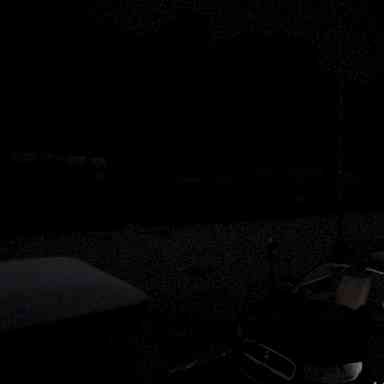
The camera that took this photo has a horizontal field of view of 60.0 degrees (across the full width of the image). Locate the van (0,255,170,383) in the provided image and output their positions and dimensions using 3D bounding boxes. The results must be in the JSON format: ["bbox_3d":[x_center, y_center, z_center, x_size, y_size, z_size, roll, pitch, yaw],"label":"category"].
[{"bbox_3d":[-2.009,1.338,1.368,3.998,1.788,1.690,0,0,-35],"label":"van"}]

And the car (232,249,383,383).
[{"bbox_3d":[2.505,1.562,4.588,4.403,1.369,2.008,0,0,-35],"label":"car"}]
